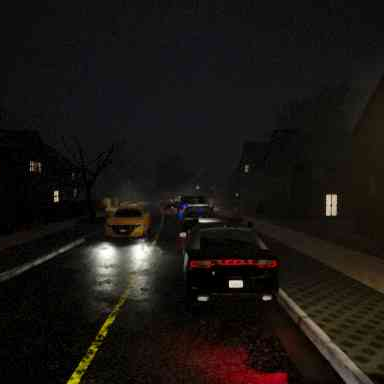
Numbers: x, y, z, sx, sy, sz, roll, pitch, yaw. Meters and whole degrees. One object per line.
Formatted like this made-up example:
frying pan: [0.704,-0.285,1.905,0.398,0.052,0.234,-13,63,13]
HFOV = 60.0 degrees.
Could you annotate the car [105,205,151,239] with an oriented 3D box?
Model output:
car: [-3.270,1.502,17.646,1.882,1.535,5.008,0,0,-3]

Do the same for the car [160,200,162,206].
car: [-4.305,1.783,56.726,1.994,1.385,4.181,0,0,-9]

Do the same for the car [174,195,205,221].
car: [-0.010,1.263,24.474,2.150,2.045,5.566,0,0,-4]

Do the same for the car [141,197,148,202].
car: [-13.050,2.117,91.592,1.812,1.442,4.674,0,-1,-10]

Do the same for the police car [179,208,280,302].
police car: [0.715,1.426,8.466,1.930,1.638,5.238,0,0,-1]

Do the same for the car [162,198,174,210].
car: [-2.805,1.742,45.610,1.895,1.301,4.718,0,0,-7]

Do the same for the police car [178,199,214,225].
police car: [0.337,1.445,18.525,1.930,1.638,5.238,0,0,-3]
